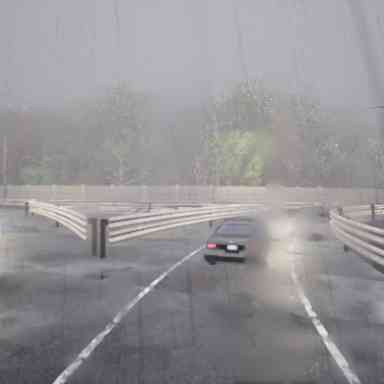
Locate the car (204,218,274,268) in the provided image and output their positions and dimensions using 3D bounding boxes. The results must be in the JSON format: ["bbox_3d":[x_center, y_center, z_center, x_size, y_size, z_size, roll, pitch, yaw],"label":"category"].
[{"bbox_3d":[1.794,1.613,11.699,2.033,1.411,5.357,0,0,16],"label":"car"}]

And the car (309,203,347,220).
[{"bbox_3d":[12.269,1.716,29.858,2.128,1.511,4.902,0,0,44],"label":"car"}]
